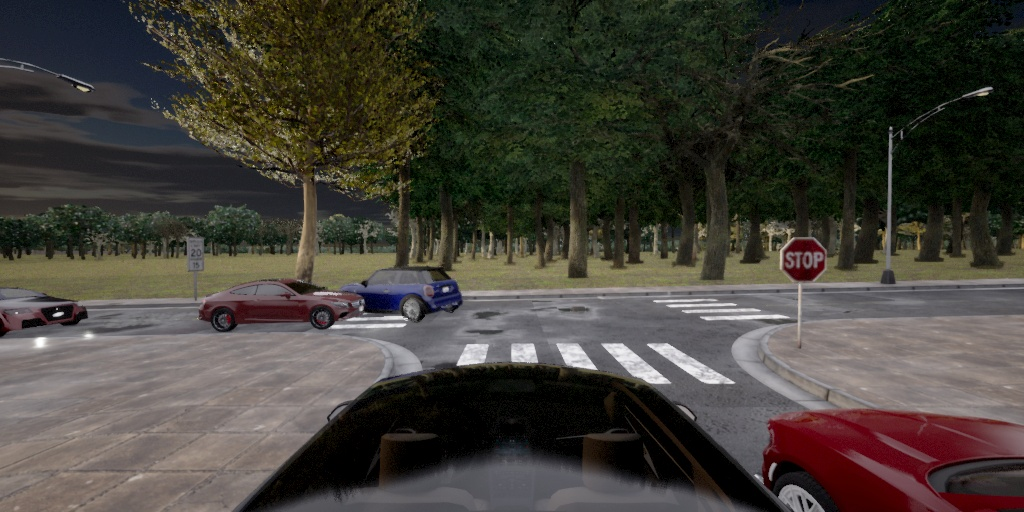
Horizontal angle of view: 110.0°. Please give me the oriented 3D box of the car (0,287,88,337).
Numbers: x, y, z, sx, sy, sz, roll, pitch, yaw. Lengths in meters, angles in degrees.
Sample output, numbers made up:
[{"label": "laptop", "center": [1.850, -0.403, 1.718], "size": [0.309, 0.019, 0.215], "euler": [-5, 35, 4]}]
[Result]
[{"label": "car", "center": [-16.145, 1.690, 11.169], "size": [4.181, 1.385, 1.994], "euler": [-1, 1, 0]}]

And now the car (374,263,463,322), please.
[{"label": "car", "center": [-4.092, 1.159, 12.627], "size": [4.553, 1.767, 2.097], "euler": [-1, 1, 25]}]

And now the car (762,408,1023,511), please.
[{"label": "car", "center": [2.636, 1.295, 0.733], "size": [1.888, 1.381, 4.507], "euler": [0, 0, 0]}]

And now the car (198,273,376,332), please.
[{"label": "car", "center": [-7.034, 1.430, 11.171], "size": [4.674, 1.442, 1.812], "euler": [-1, 1, 0]}]
